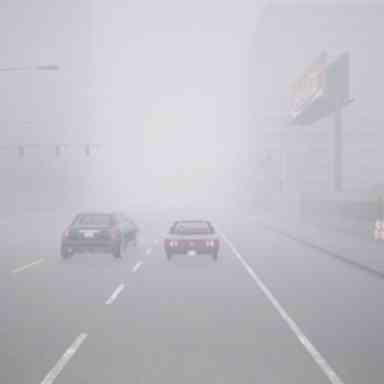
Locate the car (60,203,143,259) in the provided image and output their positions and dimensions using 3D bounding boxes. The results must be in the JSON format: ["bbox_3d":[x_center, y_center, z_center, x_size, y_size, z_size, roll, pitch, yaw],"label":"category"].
[{"bbox_3d":[-3.486,1.505,13.400,2.097,1.767,4.553,0,-1,0],"label":"car"}]

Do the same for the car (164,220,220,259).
[{"bbox_3d":[0.010,1.753,13.220,1.895,1.301,4.718,0,-1,0],"label":"car"}]

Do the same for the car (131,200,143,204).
[{"bbox_3d":[-10.536,2.230,63.657,1.837,1.490,4.892,0,-1,0],"label":"car"}]

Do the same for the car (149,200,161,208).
[{"bbox_3d":[-7.038,2.220,63.781,2.128,1.511,4.902,0,-1,0],"label":"car"}]
